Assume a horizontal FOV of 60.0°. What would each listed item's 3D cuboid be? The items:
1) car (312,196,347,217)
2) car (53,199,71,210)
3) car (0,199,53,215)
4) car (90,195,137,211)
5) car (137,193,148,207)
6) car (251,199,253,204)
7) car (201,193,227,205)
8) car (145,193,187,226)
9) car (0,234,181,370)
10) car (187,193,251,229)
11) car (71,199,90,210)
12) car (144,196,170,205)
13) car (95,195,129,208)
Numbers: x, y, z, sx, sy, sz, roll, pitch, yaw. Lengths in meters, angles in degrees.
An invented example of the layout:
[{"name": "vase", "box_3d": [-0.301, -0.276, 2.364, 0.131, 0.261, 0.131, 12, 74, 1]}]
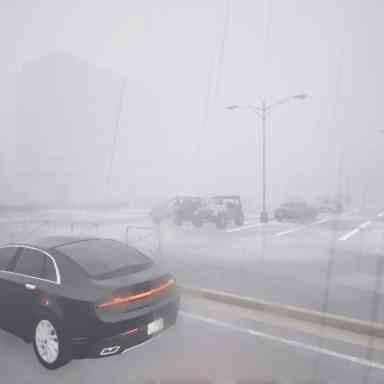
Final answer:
[{"name": "car", "box_3d": [13.761, 1.395, 33.160, 1.970, 1.475, 3.806, 0, 0, 34]}, {"name": "car", "box_3d": [-17.161, 1.547, 41.507, 2.033, 1.411, 5.357, 0, 0, 34]}, {"name": "car", "box_3d": [-17.489, 1.601, 34.753, 1.895, 1.301, 4.718, 0, 0, 34]}, {"name": "car", "box_3d": [-9.402, 1.477, 40.139, 1.882, 1.535, 5.008, 0, 0, 34]}, {"name": "car", "box_3d": [-6.600, 1.221, 50.875, 2.150, 2.045, 5.566, 0, 0, 34]}, {"name": "car", "box_3d": [9.855, 1.505, 62.469, 1.837, 1.490, 4.892, 0, 0, 34]}, {"name": "car", "box_3d": [4.114, 1.221, 60.187, 2.150, 2.045, 5.566, 0, 0, 34]}, {"name": "car", "box_3d": [-0.650, 1.153, 21.896, 1.932, 1.855, 4.605, 0, 0, 34]}, {"name": "car", "box_3d": [-2.448, 1.505, 5.747, 4.892, 1.490, 1.837, 0, 0, 36]}, {"name": "car", "box_3d": [1.714, 1.156, 20.226, 1.905, 1.878, 3.866, 0, 0, 34]}, {"name": "car", "box_3d": [-12.487, 1.526, 42.164, 1.812, 1.442, 4.674, 0, 0, 34]}, {"name": "car", "box_3d": [-6.044, 1.526, 57.934, 1.812, 1.442, 4.674, 0, 0, 35]}, {"name": "car", "box_3d": [-11.824, 1.352, 49.424, 2.097, 1.767, 4.553, 0, 0, 34]}]
